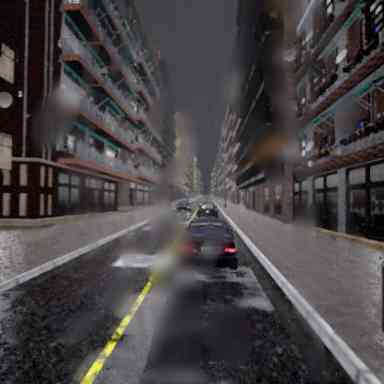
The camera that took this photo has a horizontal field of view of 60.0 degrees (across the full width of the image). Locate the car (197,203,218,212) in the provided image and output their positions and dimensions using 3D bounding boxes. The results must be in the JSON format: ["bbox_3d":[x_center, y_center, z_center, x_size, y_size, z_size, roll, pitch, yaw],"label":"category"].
[{"bbox_3d":[1.526,1.791,32.678,1.994,1.385,4.181,0,0,3],"label":"car"}]

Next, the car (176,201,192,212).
[{"bbox_3d":[-0.974,1.813,42.421,2.033,1.411,5.357,0,0,3],"label":"car"}]

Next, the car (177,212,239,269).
[{"bbox_3d":[0.550,1.635,11.465,2.033,1.411,5.357,0,0,3],"label":"car"}]
